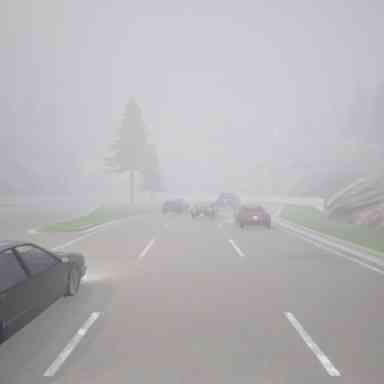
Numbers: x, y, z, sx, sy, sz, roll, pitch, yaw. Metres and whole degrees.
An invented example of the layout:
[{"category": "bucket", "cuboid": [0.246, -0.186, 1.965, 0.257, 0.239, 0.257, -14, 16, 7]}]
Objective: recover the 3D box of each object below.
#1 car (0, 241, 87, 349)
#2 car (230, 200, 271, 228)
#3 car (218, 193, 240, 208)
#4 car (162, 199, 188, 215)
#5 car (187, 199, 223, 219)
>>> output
[{"category": "car", "cuboid": [-3.399, 1.527, 5.420, 2.033, 1.411, 5.357, 0, 0, 0]}, {"category": "car", "cuboid": [3.840, 1.484, 21.661, 1.994, 1.385, 4.181, 0, 0, 2]}, {"category": "car", "cuboid": [4.508, 1.073, 40.538, 2.150, 2.045, 5.566, 0, 0, 16]}, {"category": "car", "cuboid": [-1.432, 1.372, 32.195, 2.128, 1.511, 4.902, 0, 0, 14]}, {"category": "car", "cuboid": [1.195, 1.497, 27.884, 1.895, 1.301, 4.718, 0, 0, 11]}]
